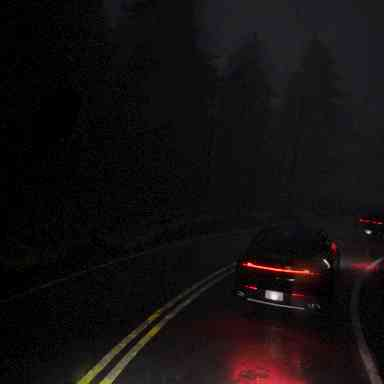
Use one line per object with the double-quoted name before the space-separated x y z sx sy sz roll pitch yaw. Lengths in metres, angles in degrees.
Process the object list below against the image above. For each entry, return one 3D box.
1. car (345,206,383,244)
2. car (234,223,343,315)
"car" 9.477 1.407 15.341 4.892 1.490 1.837 -1 5 -33
"car" 2.426 1.502 7.848 1.837 1.490 4.892 2 1 25
